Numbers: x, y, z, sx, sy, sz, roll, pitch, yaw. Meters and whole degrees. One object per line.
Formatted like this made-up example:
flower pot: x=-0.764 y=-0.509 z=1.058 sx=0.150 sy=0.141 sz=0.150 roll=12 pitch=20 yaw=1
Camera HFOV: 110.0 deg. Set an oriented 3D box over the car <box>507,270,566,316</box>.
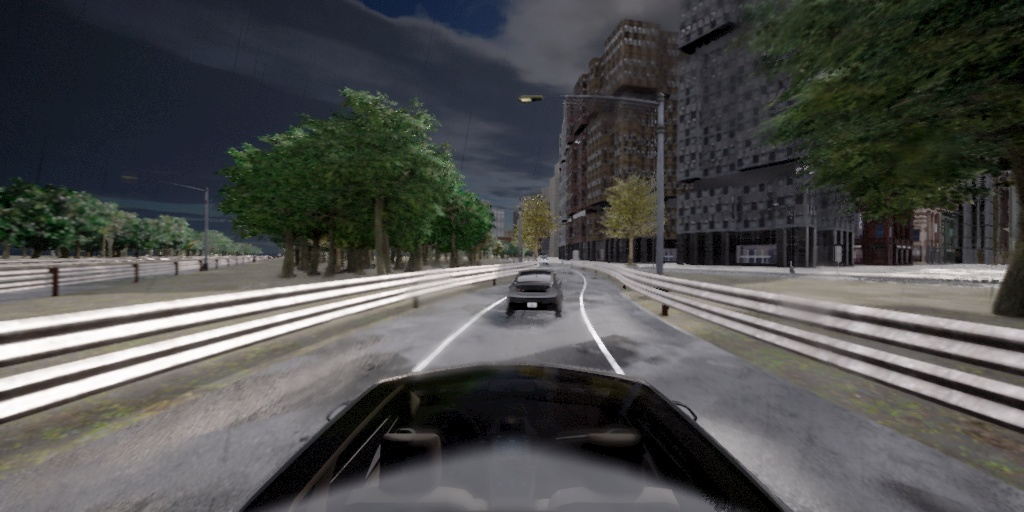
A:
car: x=0.986 y=1.261 z=13.440 sx=1.837 sy=1.490 sz=4.892 roll=0 pitch=0 yaw=9
